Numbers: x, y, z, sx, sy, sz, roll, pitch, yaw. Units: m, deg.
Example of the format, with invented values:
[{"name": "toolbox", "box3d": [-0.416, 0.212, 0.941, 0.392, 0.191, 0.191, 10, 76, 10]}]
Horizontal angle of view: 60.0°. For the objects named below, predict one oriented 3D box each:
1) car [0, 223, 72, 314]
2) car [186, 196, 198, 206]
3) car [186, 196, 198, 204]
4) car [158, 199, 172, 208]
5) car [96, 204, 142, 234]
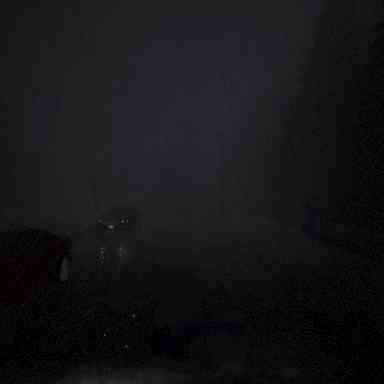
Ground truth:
[{"name": "car", "box3d": [-4.099, 1.480, 6.802, 1.882, 1.535, 5.008, 0, 0, 0]}, {"name": "car", "box3d": [-0.012, 1.559, 54.039, 2.033, 1.411, 5.357, 0, 0, 0]}, {"name": "car", "box3d": [-0.014, 1.505, 64.456, 2.128, 1.511, 4.902, 0, 0, 0]}, {"name": "car", "box3d": [-4.011, 1.679, 49.911, 1.895, 1.301, 4.718, 0, 0, 0]}, {"name": "car", "box3d": [-4.067, 1.497, 19.234, 2.128, 1.511, 4.902, 0, 0, 0]}]
